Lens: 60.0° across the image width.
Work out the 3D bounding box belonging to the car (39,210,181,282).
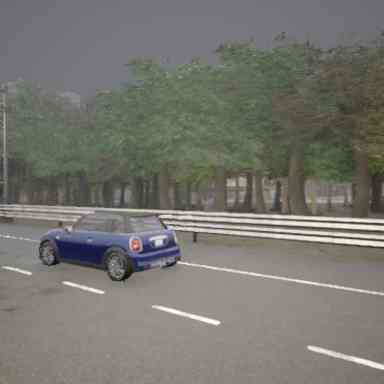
[{"bbox_3d":[-2.603,1.361,10.027,4.553,1.767,2.097,0,0,36],"label":"car"}]
